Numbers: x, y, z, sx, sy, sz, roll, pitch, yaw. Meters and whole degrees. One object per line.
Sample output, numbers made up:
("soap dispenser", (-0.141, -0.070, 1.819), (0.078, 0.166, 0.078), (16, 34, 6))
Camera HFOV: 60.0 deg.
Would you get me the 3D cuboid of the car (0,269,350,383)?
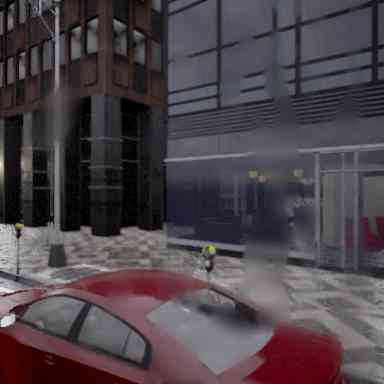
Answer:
("car", (-0.795, 1.529, 3.538), (4.507, 1.381, 1.887), (0, 0, 36))
